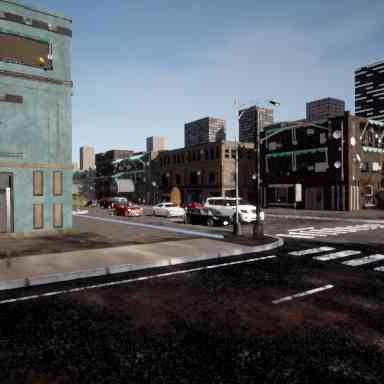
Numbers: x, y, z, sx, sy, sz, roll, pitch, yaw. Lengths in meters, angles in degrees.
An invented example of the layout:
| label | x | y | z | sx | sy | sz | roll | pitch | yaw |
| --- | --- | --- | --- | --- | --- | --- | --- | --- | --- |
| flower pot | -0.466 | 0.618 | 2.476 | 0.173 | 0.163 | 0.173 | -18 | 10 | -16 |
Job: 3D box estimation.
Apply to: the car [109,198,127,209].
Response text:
| label | x | y | z | sx | sy | sz | roll | pitch | yaw |
| --- | --- | --- | --- | --- | --- | --- | --- | --- | --- |
| car | -8.584 | 1.931 | 43.112 | 1.882 | 1.535 | 5.008 | -1 | 0 | -35 |

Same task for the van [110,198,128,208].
| label | x | y | z | sx | sy | sz | roll | pitch | yaw |
| --- | --- | --- | --- | --- | --- | --- | --- | --- | --- |
| van | -12.952 | 1.906 | 59.138 | 1.690 | 1.788 | 3.998 | -1 | 0 | -36 |

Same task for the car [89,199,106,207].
| label | x | y | z | sx | sy | sz | roll | pitch | yaw |
| --- | --- | --- | --- | --- | --- | --- | --- | --- | --- |
| car | -19.384 | 2.227 | 68.145 | 1.887 | 1.381 | 4.507 | -1 | 0 | -36 |

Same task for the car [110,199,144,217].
| label | x | y | z | sx | sy | sz | roll | pitch | yaw |
| --- | --- | --- | --- | --- | --- | --- | --- | --- | --- |
| car | -6.894 | 1.846 | 36.251 | 1.967 | 1.590 | 4.097 | -1 | 0 | -36 |

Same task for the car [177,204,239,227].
| label | x | y | z | sx | sy | sz | roll | pitch | yaw |
| --- | --- | --- | --- | --- | --- | --- | --- | --- | --- |
| car | 1.079 | 1.814 | 24.891 | 1.947 | 1.339 | 4.313 | -2 | 0 | -36 |

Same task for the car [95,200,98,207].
| label | x | y | z | sx | sy | sz | roll | pitch | yaw |
| --- | --- | --- | --- | --- | --- | --- | --- | --- | --- |
| car | -16.171 | 1.939 | 63.641 | 2.192 | 1.841 | 5.009 | -1 | 0 | -36 |

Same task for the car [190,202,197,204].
| label | x | y | z | sx | sy | sz | roll | pitch | yaw |
| --- | --- | --- | --- | --- | --- | --- | --- | --- | --- |
| car | -0.074 | 1.903 | 41.126 | 1.802 | 1.307 | 4.206 | -2 | 0 | -36 |

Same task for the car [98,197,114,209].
| label | x | y | z | sx | sy | sz | roll | pitch | yaw |
| --- | --- | --- | --- | --- | --- | --- | --- | --- | --- |
| car | -13.423 | 2.066 | 55.365 | 1.837 | 1.490 | 4.892 | -1 | 0 | -36 |

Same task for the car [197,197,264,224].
| label | x | y | z | sx | sy | sz | roll | pitch | yaw |
| --- | --- | --- | --- | --- | --- | --- | --- | --- | --- |
| car | 3.160 | 1.445 | 26.655 | 2.150 | 2.045 | 5.566 | -1 | 0 | -35 |

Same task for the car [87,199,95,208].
| label | x | y | z | sx | sy | sz | roll | pitch | yaw |
| --- | --- | --- | --- | --- | --- | --- | --- | --- | --- |
| car | -19.197 | 2.158 | 63.446 | 2.128 | 1.511 | 4.902 | -1 | 0 | -36 |

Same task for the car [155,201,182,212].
| label | x | y | z | sx | sy | sz | roll | pitch | yaw |
| --- | --- | --- | --- | --- | --- | --- | --- | --- | --- |
| car | -3.291 | 1.965 | 45.629 | 1.802 | 1.307 | 4.206 | -2 | 0 | -36 |

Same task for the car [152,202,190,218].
| label | x | y | z | sx | sy | sz | roll | pitch | yaw |
| --- | --- | --- | --- | --- | --- | --- | --- | --- | --- |
| car | -2.541 | 1.862 | 34.640 | 1.812 | 1.442 | 4.674 | -1 | 0 | -35 |
